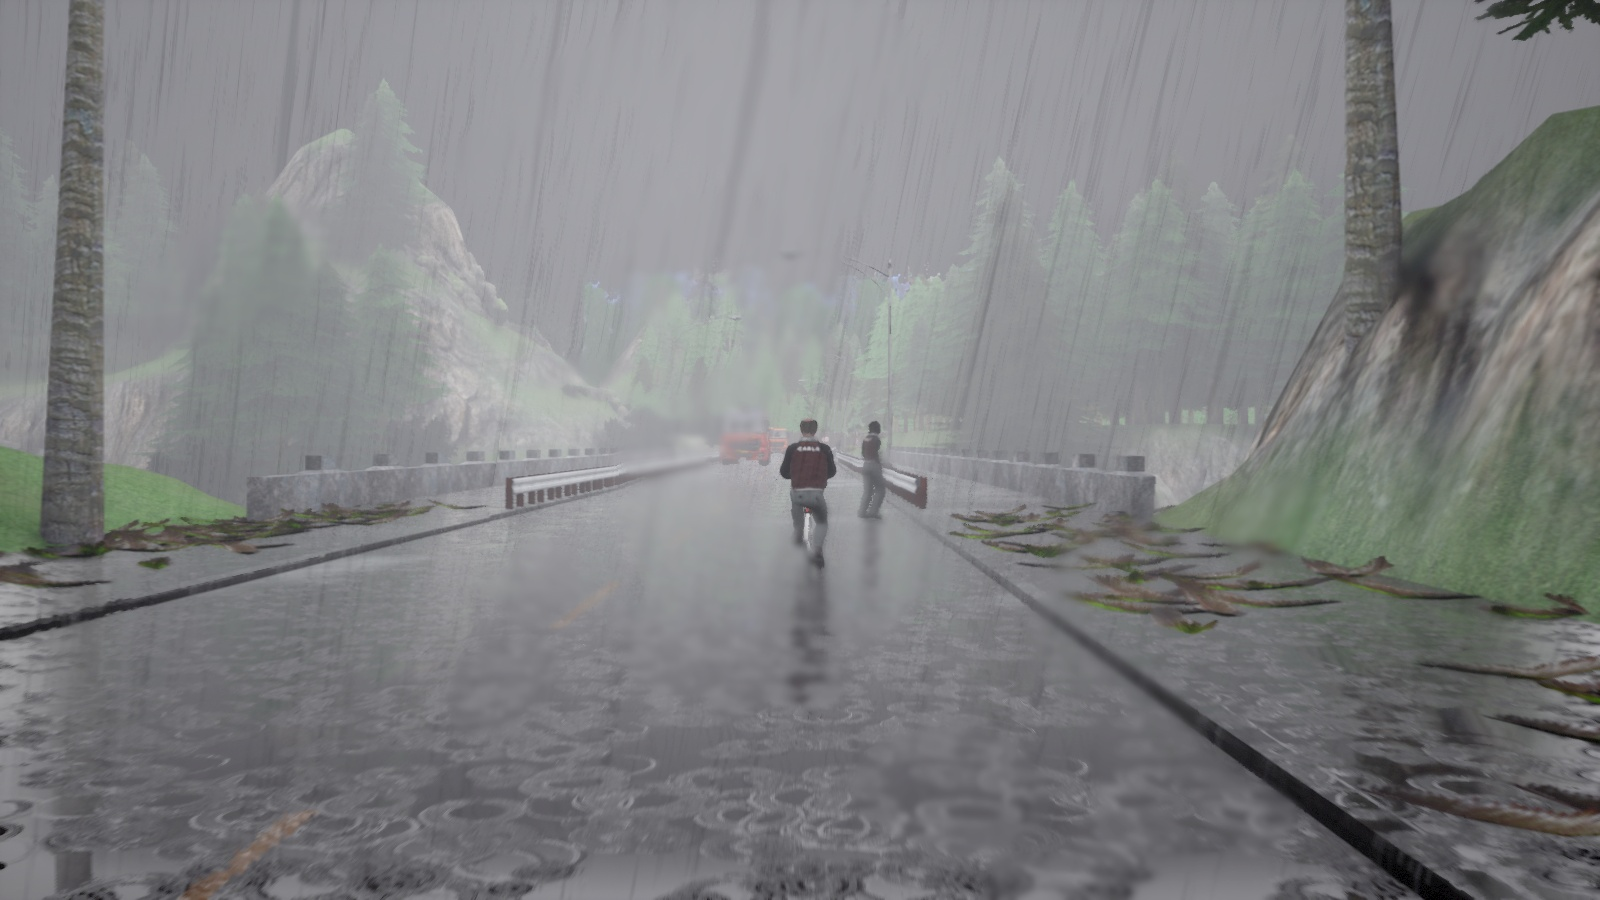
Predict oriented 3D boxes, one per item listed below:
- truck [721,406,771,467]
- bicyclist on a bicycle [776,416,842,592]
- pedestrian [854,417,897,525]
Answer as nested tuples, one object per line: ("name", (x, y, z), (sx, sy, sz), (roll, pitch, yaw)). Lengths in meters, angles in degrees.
("truck", (-3.493, -0.890, 83.167), (2.891, 3.827, 8.468), (0, 0, 0))
("bicyclist on a bicycle", (0.096, 0.541, 13.591), (0.659, 1.776, 1.843), (0, 0, 0))
("pedestrian", (1.367, 0.371, 22.816), (0.666, 1.930, 0.402), (0, 0, -33))
